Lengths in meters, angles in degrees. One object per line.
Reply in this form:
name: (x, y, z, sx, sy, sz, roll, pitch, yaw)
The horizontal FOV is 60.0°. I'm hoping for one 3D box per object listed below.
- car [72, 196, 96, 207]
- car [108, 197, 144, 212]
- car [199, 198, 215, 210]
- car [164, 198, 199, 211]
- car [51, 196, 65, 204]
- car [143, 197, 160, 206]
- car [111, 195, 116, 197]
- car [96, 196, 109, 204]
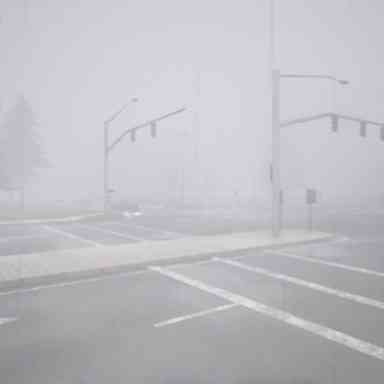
car: (-16.781, 1.588, 50.857, 1.895, 1.301, 4.718, 0, 0, -35)
car: (-7.548, 1.551, 37.662, 1.994, 1.385, 4.181, 0, 0, -35)
car: (1.108, 1.504, 43.621, 1.812, 1.442, 4.674, 0, 0, -35)
car: (-1.569, 1.582, 41.339, 1.895, 1.301, 4.718, 0, 0, -35)
car: (-25.812, 1.488, 63.882, 1.837, 1.490, 4.892, 0, 1, -35)
car: (-7.423, 1.525, 55.810, 2.033, 1.411, 5.357, 0, 0, -35)
car: (-16.253, 1.473, 68.541, 1.837, 1.490, 4.892, 0, 0, -35)
car: (-18.734, 1.481, 65.973, 1.837, 1.490, 4.892, 0, 0, -35)
